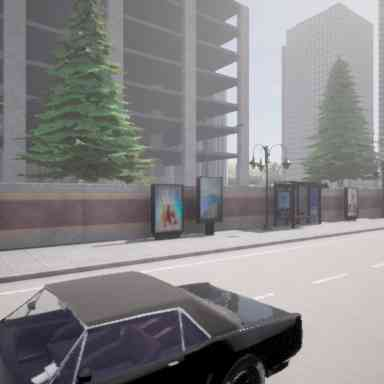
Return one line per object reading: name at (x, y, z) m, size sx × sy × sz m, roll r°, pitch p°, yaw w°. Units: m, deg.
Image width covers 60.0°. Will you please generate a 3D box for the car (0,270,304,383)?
car at (-1.101, 1.601, 3.176) m, size 4.718 × 1.301 × 1.895 m, roll 0°, pitch 0°, yaw -36°
